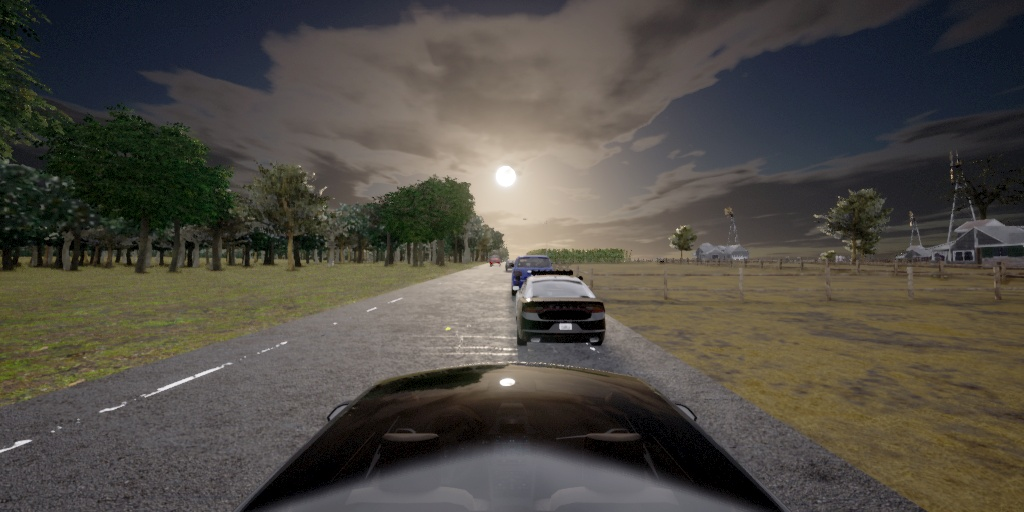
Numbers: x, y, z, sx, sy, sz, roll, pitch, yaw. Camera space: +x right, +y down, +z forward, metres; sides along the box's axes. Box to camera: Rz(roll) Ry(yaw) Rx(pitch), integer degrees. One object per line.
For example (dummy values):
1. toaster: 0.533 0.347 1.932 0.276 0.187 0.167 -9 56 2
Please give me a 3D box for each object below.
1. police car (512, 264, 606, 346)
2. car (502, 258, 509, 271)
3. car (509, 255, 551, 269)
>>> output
1. police car: 1.050 1.180 9.602 1.930 1.638 5.238 0 0 0
2. car: 0.042 1.250 50.110 2.128 1.511 4.902 0 0 1
3. car: 1.052 0.982 19.534 2.150 2.045 5.566 0 0 0
